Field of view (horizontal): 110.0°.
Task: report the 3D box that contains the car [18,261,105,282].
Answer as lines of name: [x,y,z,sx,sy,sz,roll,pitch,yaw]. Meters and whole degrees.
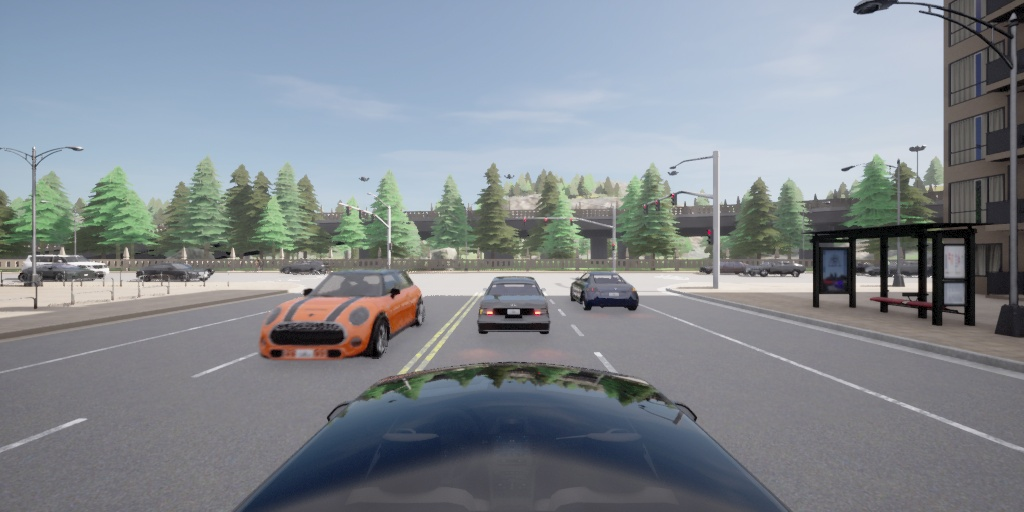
car: [-34.242,1.258,27.125,4.181,1.385,1.994,0,0,0]

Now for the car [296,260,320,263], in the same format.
car: [-21.746,1.186,37.761,4.902,1.511,2.128,0,0,1]

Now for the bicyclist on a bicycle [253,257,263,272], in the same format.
bicyclist on a bicycle: [-29.460,0.995,41.648,0.582,1.620,1.656,0,0,1]

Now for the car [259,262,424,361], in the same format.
car: [-3.581,1.102,8.456,2.097,1.767,4.553,0,0,0]

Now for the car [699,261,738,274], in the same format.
car: [22.412,1.242,37.131,5.357,1.411,2.033,0,0,1]

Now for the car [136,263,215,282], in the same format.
car: [-25.548,1.220,27.100,4.674,1.442,1.812,0,0,-1]

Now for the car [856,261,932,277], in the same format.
car: [35.400,1.187,32.863,4.902,1.511,2.128,0,0,9]

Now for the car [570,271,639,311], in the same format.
car: [3.580,1.314,14.556,1.994,1.385,4.181,0,0,0]

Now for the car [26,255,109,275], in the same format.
car: [-38.077,0.916,30.623,5.566,2.045,2.150,0,0,-1]

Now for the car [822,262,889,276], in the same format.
car: [34.848,1.295,36.524,4.718,1.301,1.895,0,0,7]

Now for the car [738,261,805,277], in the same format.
car: [24.528,1.186,33.550,4.902,1.511,2.128,0,0,2]

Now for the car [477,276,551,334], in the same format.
car: [0.060,1.297,10.545,2.033,1.411,5.357,0,0,1]

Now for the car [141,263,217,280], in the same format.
car: [-28.361,1.295,30.632,4.718,1.301,1.895,0,0,1]
